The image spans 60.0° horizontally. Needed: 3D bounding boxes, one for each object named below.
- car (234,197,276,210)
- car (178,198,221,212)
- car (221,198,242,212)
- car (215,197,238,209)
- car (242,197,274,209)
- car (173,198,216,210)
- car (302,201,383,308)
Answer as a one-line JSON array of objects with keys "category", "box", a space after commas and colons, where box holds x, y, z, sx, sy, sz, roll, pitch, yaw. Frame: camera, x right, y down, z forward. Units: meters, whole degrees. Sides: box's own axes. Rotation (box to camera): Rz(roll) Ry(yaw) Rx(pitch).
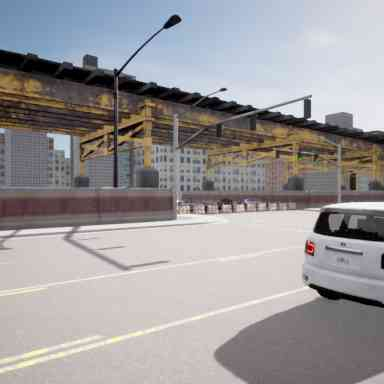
[{"category": "car", "box": [8.052, 1.453, 42.975, 4.974, 1.542, 2.038, 0, 0, -7]}, {"category": "car", "box": [0.381, 1.453, 36.549, 4.974, 1.542, 2.038, 0, 0, 8]}, {"category": "car", "box": [4.133, 1.453, 39.225, 2.038, 1.542, 4.974, 0, 0, 18]}, {"category": "car", "box": [4.148, 1.295, 39.275, 1.853, 1.218, 4.536, 0, 0, 18]}, {"category": "car", "box": [8.000, 1.295, 42.969, 4.536, 1.218, 1.853, 0, 0, -7]}, {"category": "car", "box": [0.330, 1.295, 36.556, 4.536, 1.218, 1.853, 0, 0, 8]}, {"category": "car", "box": [4.732, 1.221, 7.133, 5.566, 2.045, 2.150, 0, 0, -35]}]
